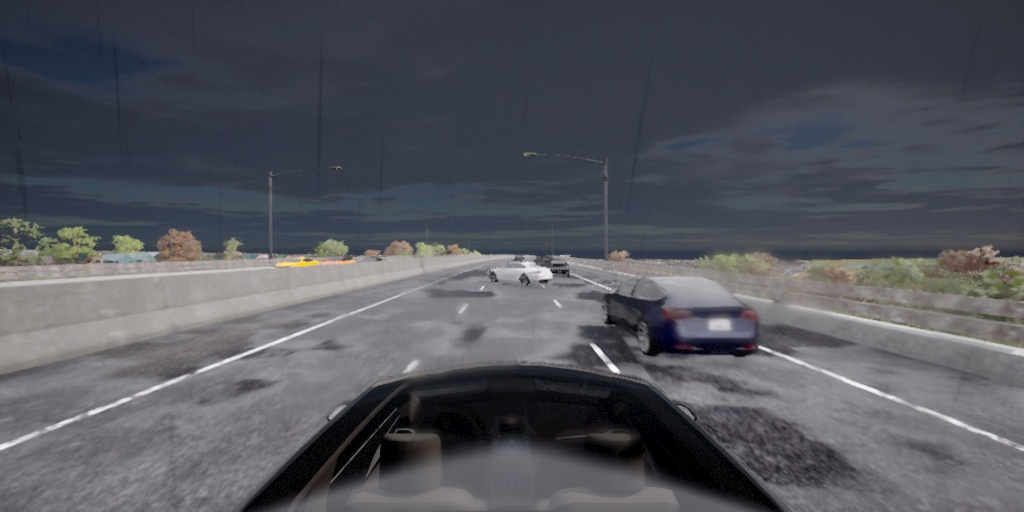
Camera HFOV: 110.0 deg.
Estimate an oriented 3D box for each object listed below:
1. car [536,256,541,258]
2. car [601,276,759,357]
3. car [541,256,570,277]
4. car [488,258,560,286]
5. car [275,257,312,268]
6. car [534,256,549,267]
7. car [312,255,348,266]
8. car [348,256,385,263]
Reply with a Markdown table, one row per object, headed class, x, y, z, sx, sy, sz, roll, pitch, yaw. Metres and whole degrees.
| class | x | y | z | sx | sy | sz | roll | pitch | yaw |
| --- | --- | --- | --- | --- | --- | --- | --- | --- | --- |
| car | 3.934 | 0.841 | 41.112 | 1.837 | 1.490 | 4.892 | 0 | 1 | 1 |
| car | 3.508 | 1.178 | 8.380 | 2.163 | 1.488 | 4.792 | 0 | 1 | 0 |
| car | 3.723 | 0.949 | 30.192 | 1.837 | 1.490 | 4.892 | 0 | 1 | 1 |
| car | 0.473 | 1.042 | 22.848 | 1.812 | 1.442 | 4.674 | -1 | 1 | -44 |
| car | -20.769 | 0.850 | 34.926 | 1.882 | 1.535 | 5.008 | 0 | 1 | 1 |
| car | 4.215 | 0.741 | 52.032 | 1.837 | 1.490 | 4.892 | 0 | 1 | 2 |
| car | -17.256 | 0.723 | 35.521 | 2.097 | 1.767 | 4.553 | 0 | 1 | 1 |
| car | -13.765 | 0.881 | 35.104 | 1.837 | 1.490 | 4.892 | 0 | 1 | 1 |
